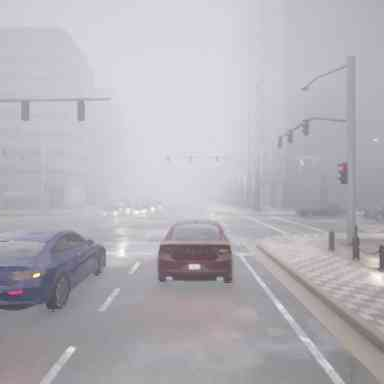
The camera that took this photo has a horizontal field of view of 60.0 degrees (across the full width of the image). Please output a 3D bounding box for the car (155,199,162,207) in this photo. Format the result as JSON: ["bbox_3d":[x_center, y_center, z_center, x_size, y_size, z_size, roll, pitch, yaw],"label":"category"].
[{"bbox_3d":[-7.022,1.829,57.636,2.128,1.511,4.902,0,0,0],"label":"car"}]

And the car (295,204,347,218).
[{"bbox_3d":[12.013,1.726,30.625,4.718,1.301,1.895,0,0,1],"label":"car"}]

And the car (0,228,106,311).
[{"bbox_3d":[-3.414,1.571,7.761,1.812,1.442,4.674,0,0,0],"label":"car"}]

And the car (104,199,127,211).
[{"bbox_3d":[-10.553,1.769,45.240,1.837,1.490,4.892,0,0,0],"label":"car"}]

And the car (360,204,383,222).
[{"bbox_3d":[16.307,1.596,27.084,4.902,1.511,2.128,0,0,0],"label":"car"}]

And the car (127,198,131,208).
[{"bbox_3d":[-10.534,1.810,54.467,2.128,1.511,4.902,0,0,0],"label":"car"}]

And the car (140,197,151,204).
[{"bbox_3d":[-10.426,1.916,74.852,1.882,1.535,5.008,0,0,0],"label":"car"}]

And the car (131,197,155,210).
[{"bbox_3d":[-7.049,1.774,48.329,2.128,1.511,4.902,0,0,0],"label":"car"}]

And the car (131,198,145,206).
[{"bbox_3d":[-10.473,1.941,64.465,1.994,1.385,4.181,0,0,1],"label":"car"}]

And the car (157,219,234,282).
[{"bbox_3d":[0.173,1.537,9.983,1.882,1.535,5.008,0,0,3],"label":"car"}]
